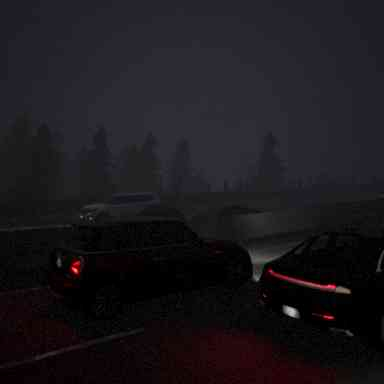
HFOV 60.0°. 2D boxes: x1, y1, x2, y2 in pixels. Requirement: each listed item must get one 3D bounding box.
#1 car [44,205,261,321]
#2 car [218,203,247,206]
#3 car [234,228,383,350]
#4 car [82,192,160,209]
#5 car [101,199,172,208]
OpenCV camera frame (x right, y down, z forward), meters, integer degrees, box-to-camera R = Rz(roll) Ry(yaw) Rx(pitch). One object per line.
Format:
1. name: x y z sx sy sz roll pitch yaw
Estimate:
1. car: -0.769 1.337 7.506 4.553 1.767 2.097 -1 0 -35
2. car: 1.908 1.315 18.249 4.181 1.385 1.994 -3 2 -35
3. car: 3.385 1.438 6.165 4.902 1.511 2.128 -2 1 -35
4. car: -4.598 1.086 22.207 5.566 2.045 2.150 -2 1 -35
5. car: -2.547 1.389 19.371 4.674 1.442 1.812 -2 1 -35
